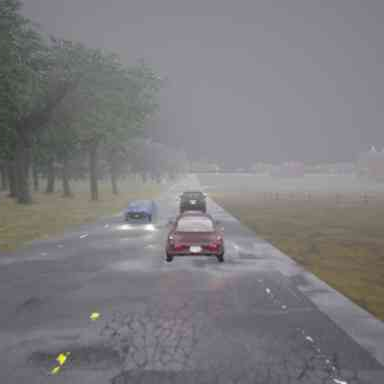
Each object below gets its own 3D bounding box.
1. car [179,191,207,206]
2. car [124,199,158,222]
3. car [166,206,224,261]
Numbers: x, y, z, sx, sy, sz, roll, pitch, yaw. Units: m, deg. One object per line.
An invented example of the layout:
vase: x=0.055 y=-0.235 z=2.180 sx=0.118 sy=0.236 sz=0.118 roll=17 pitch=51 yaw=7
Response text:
car: x=0.086 y=0.885 z=28.877 sx=2.150 sy=2.045 sz=5.566 roll=0 pitch=1 yaw=0
car: x=-3.604 y=1.240 z=24.137 sx=1.882 sy=1.535 sz=5.008 roll=0 pitch=1 yaw=0
car: x=0.097 y=1.465 z=11.946 sx=1.812 sy=1.442 sz=4.674 roll=0 pitch=1 yaw=0
